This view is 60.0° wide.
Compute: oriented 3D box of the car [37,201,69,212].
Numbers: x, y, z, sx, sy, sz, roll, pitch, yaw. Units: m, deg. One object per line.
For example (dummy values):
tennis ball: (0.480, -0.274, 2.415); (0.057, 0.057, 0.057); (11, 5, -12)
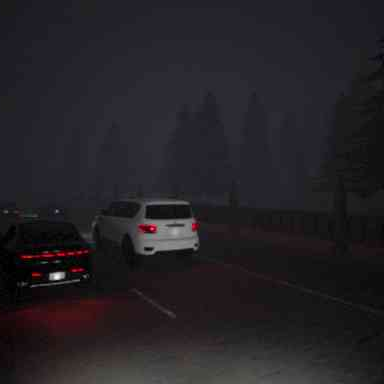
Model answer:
car: (-11.591, 1.461, 27.628); (1.994, 1.385, 4.181); (1, 0, -32)

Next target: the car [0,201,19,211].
car: (-14.216, 1.406, 25.226); (2.033, 1.411, 5.357); (1, 0, -32)

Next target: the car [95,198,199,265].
car: (-1.905, 1.219, 12.085); (2.150, 2.045, 5.566); (1, 0, -32)

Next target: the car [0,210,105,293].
car: (-4.049, 1.468, 8.902); (1.837, 1.490, 4.892); (1, 0, -32)
